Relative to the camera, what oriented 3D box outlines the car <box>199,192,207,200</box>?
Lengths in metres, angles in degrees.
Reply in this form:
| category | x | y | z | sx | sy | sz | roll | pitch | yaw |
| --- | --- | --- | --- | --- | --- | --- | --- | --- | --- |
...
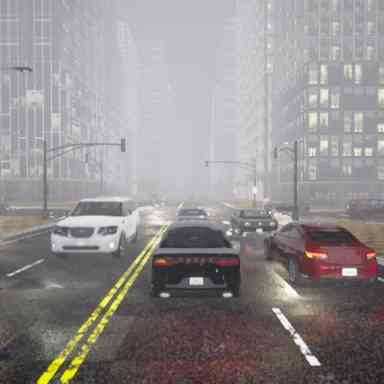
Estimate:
| category | x | y | z | sx | sy | sz | roll | pitch | yaw |
| --- | --- | --- | --- | --- | --- | --- | --- | --- | --- |
| car | 2.929 | 1.111 | 90.364 | 2.150 | 2.045 | 5.566 | 0 | 0 | 0 |

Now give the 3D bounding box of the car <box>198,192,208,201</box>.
| category | x | y | z | sx | sy | sz | roll | pitch | yaw |
| --- | --- | --- | --- | --- | --- | --- | --- | --- | --- |
| car | 2.965 | 1.429 | 80.141 | 1.812 | 1.442 | 4.674 | 0 | 0 | 0 |

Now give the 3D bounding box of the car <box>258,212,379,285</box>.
| category | x | y | z | sx | sy | sz | roll | pitch | yaw |
| --- | --- | --- | --- | --- | --- | --- | --- | --- | --- |
| car | 3.317 | 1.519 | 9.307 | 1.812 | 1.442 | 4.674 | 0 | 0 | 0 |

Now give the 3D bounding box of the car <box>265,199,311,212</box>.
| category | x | y | z | sx | sy | sz | roll | pitch | yaw |
| --- | --- | --- | --- | --- | --- | --- | --- | --- | --- |
| car | 10.001 | 1.535 | 35.341 | 4.902 | 1.511 | 2.128 | 1 | 1 | 6 |

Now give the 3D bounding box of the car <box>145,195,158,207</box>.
| category | x | y | z | sx | sy | sz | roll | pitch | yaw |
| --- | --- | --- | --- | --- | --- | --- | --- | --- | --- |
| car | -6.771 | 1.514 | 50.633 | 1.994 | 1.385 | 4.181 | 0 | 0 | 0 |

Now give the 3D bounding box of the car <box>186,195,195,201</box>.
| category | x | y | z | sx | sy | sz | roll | pitch | yaw |
| --- | --- | --- | --- | --- | --- | --- | --- | --- | --- |
| car | -0.288 | 1.404 | 80.946 | 1.837 | 1.490 | 4.892 | 0 | 0 | 0 |

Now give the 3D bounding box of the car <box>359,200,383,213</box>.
| category | x | y | z | sx | sy | sz | roll | pitch | yaw |
| --- | --- | --- | --- | --- | --- | --- | --- | --- | --- |
| car | 21.676 | 1.633 | 37.479 | 4.829 | 1.417 | 1.752 | 1 | 0 | 1 |

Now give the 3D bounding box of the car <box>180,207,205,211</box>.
| category | x | y | z | sx | sy | sz | roll | pitch | yaw |
| --- | --- | --- | --- | --- | --- | --- | --- | --- | --- |
| car | 0.033 | 1.533 | 18.362 | 2.033 | 1.411 | 5.357 | 0 | 0 | 0 |

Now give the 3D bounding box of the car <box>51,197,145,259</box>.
| category | x | y | z | sx | sy | sz | roll | pitch | yaw |
| --- | --- | --- | --- | --- | --- | --- | --- | --- | --- |
| car | -3.386 | 1.213 | 12.872 | 2.150 | 2.045 | 5.566 | 0 | 0 | 0 |

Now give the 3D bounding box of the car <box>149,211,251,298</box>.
| category | x | y | z | sx | sy | sz | roll | pitch | yaw |
| --- | --- | --- | --- | --- | --- | --- | --- | --- | --- |
| car | 0.065 | 1.471 | 8.541 | 1.882 | 1.535 | 5.008 | 0 | 0 | 0 |

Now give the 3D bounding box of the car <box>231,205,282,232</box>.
| category | x | y | z | sx | sy | sz | roll | pitch | yaw |
| --- | --- | --- | --- | --- | --- | --- | --- | --- | --- |
| car | 3.284 | 1.586 | 18.426 | 1.895 | 1.301 | 4.718 | 0 | 0 | 0 |

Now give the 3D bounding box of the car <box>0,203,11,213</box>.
| category | x | y | z | sx | sy | sz | roll | pitch | yaw |
| --- | --- | --- | --- | --- | --- | --- | --- | --- | --- |
| car | -20.096 | 1.355 | 32.229 | 4.674 | 1.442 | 1.812 | 1 | 1 | 1 |

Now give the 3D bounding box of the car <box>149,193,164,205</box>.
| category | x | y | z | sx | sy | sz | roll | pitch | yaw |
| --- | --- | --- | --- | --- | --- | --- | --- | --- | --- |
| car | -6.788 | 1.159 | 59.666 | 2.150 | 2.045 | 5.566 | 0 | 0 | 0 |

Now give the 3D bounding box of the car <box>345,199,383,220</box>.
| category | x | y | z | sx | sy | sz | roll | pitch | yaw |
| --- | --- | --- | --- | --- | --- | --- | --- | --- | --- |
| car | 16.097 | 1.512 | 29.172 | 5.009 | 1.841 | 2.192 | 1 | 0 | 1 |
